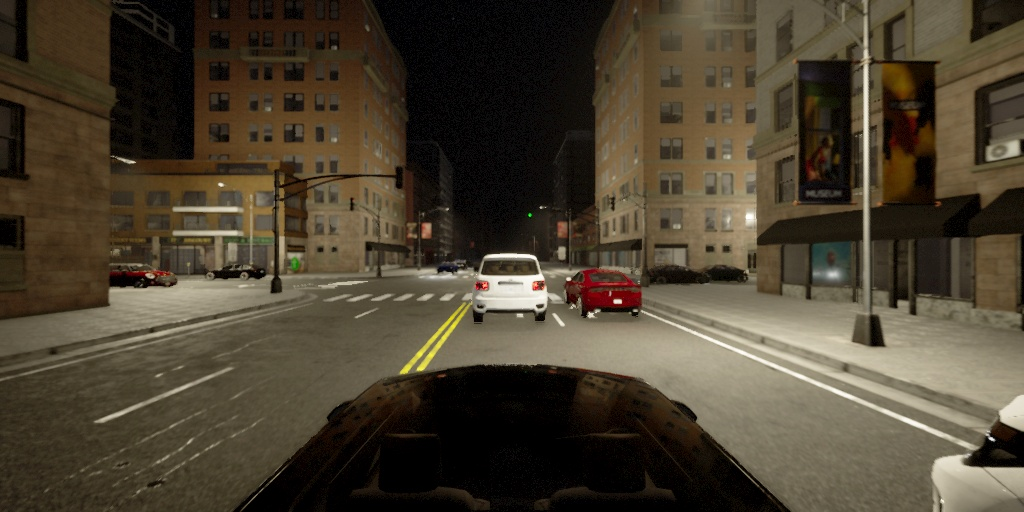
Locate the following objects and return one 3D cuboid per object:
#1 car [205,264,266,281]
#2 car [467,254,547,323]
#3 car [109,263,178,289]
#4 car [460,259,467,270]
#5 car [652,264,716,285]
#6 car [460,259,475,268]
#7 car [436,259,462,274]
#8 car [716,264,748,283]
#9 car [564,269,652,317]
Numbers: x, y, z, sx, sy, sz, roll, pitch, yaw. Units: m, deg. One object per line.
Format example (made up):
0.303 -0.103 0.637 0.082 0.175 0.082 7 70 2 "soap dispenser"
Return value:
-22.550 1.307 29.357 4.313 1.339 1.948 0 0 0 "car"
-0.153 0.963 12.258 2.150 2.045 5.566 0 0 -2 "car"
-22.483 1.156 21.332 4.097 1.591 1.967 0 0 0 "car"
-7.284 1.198 49.965 2.128 1.511 4.902 0 0 -1 "car"
11.157 1.315 24.517 4.181 1.385 1.994 0 0 -3 "car"
-7.343 1.259 59.926 1.994 1.385 4.181 0 0 -1 "car"
-7.169 1.318 40.129 1.895 1.301 4.718 0 0 -1 "car"
15.637 1.333 27.491 4.181 1.385 1.994 0 0 -1 "car"
3.146 1.219 13.258 1.882 1.535 5.008 0 0 -1 "car"
